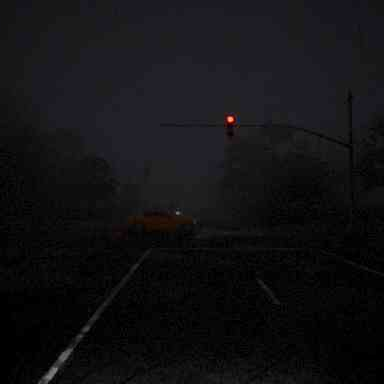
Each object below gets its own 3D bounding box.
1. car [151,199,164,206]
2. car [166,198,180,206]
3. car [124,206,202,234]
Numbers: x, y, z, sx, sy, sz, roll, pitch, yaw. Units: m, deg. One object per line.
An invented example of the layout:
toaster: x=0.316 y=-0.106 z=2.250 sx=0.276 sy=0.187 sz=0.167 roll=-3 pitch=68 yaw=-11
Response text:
car: x=-7.011 y=2.840 z=65.991 sx=2.097 sy=1.767 sz=4.553 roll=0 pitch=0 yaw=0
car: x=-3.506 y=2.707 z=65.900 sx=2.150 sy=2.045 sz=5.566 roll=0 pitch=1 yaw=0
car: x=-1.847 y=1.879 z=21.690 sx=5.008 sy=1.535 sz=1.882 roll=0 pitch=-2 yaw=3
